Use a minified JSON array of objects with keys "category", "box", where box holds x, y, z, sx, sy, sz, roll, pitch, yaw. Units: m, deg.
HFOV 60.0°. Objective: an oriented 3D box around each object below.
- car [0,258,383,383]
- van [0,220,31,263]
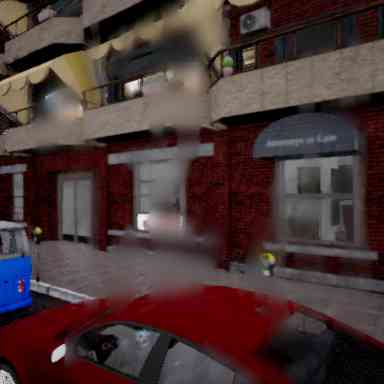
[{"category":"car","box":[-0.073,1.548,2.936,4.507,1.381,1.887,0,-1,36]},{"category":"van","box":[-4.682,1.353,6.226,3.998,1.788,1.690,0,-1,36]}]
